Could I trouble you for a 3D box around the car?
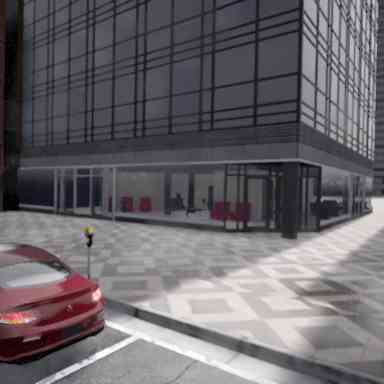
[{"bbox_3d":[-3.119,1.465,5.184,4.206,1.307,1.802,2,1,35],"label":"car"}]
